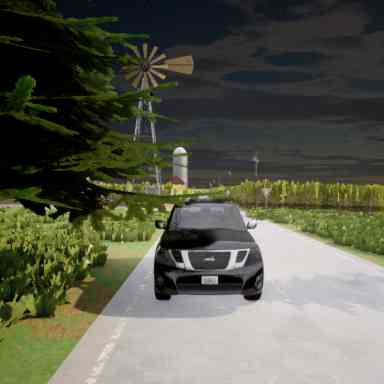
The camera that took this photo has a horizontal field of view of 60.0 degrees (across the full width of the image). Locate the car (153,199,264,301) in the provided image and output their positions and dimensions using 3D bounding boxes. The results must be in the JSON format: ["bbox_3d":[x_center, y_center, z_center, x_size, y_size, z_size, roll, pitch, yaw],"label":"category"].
[{"bbox_3d":[0.336,1.221,8.709,2.150,2.045,5.566,0,0,0],"label":"car"}]
